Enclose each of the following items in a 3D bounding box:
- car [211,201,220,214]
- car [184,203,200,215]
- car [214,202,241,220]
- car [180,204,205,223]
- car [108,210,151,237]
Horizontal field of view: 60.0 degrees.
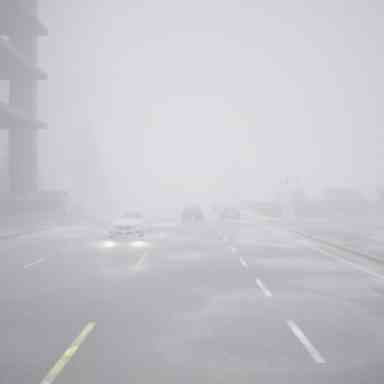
[{"bbox_3d":[3.481,1.958,42.971,1.882,1.535,5.008,0,0,0],"label":"car"},{"bbox_3d":[0.022,2.056,40.579,1.895,1.301,4.718,0,-1,0],"label":"car"},{"bbox_3d":[3.519,1.923,32.110,1.994,1.385,4.181,0,-1,0],"label":"car"},{"bbox_3d":[0.048,1.828,28.664,1.837,1.490,4.892,0,0,0],"label":"car"},{"bbox_3d":[-3.534,1.790,19.534,1.812,1.442,4.674,0,-1,0],"label":"car"}]
